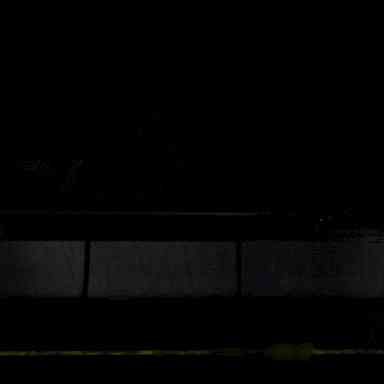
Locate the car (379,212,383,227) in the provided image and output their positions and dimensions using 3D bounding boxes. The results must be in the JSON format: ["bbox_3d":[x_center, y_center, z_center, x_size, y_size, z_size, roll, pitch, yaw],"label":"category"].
[{"bbox_3d":[15.026,1.772,20.996,4.902,1.511,2.128,0,0,-1],"label":"car"}]

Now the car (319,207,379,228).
[{"bbox_3d":[11.786,1.804,24.414,4.674,1.442,1.812,0,0,-1],"label":"car"}]
